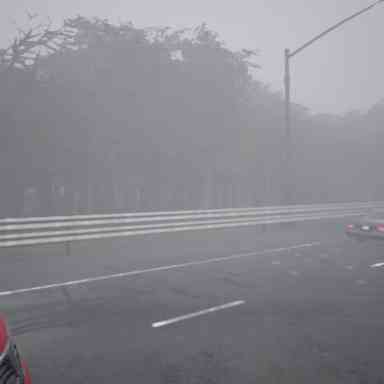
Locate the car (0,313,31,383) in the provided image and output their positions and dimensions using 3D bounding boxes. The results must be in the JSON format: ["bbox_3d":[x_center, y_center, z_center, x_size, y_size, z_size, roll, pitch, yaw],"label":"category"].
[{"bbox_3d":[-3.624,1.235,1.162,5.566,2.045,2.150,-1,0,-35],"label":"car"}]

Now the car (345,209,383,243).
[{"bbox_3d":[8.722,1.435,14.269,5.357,1.411,2.033,0,1,-36],"label":"car"}]
